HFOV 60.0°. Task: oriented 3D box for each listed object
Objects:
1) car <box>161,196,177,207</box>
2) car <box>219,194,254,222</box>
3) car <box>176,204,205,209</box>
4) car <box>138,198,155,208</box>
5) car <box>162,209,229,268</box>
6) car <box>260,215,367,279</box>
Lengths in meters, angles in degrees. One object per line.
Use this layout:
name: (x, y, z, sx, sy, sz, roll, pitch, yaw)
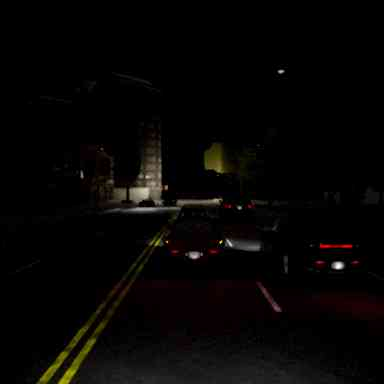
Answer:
car: (-3.327, 1.317, 49.214, 2.097, 1.767, 4.553, 0, 0, 0)
car: (3.315, 1.169, 25.602, 2.150, 2.045, 5.566, 0, 0, 0)
car: (0.063, 1.547, 25.283, 1.895, 1.301, 4.718, 0, 0, 0)
car: (-6.581, 1.564, 48.399, 1.895, 1.301, 4.718, 0, 0, 0)
car: (0.067, 1.492, 11.026, 1.812, 1.442, 4.674, 0, 0, 0)
car: (3.314, 1.468, 9.948, 1.837, 1.490, 4.892, 0, -1, 0)
